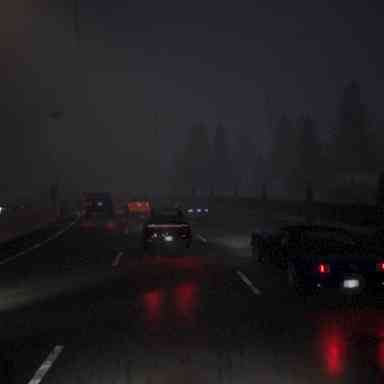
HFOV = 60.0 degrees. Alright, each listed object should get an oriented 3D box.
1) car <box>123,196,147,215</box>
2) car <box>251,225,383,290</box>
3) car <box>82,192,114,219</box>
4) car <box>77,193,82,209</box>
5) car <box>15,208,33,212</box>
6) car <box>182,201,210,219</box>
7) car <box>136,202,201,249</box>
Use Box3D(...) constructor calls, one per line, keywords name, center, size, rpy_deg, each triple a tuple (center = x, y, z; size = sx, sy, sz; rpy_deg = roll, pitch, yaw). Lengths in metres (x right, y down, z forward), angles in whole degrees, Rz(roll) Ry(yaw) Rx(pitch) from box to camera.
Box3D(name="car", center=(-5.438, 1.184, 32.138), size=(2.097, 1.767, 4.553), rpy_deg=(0, 0, -17))
Box3D(name="car", center=(3.013, 1.543, 8.917), size=(1.895, 1.301, 4.718), rpy_deg=(0, 0, -5))
Box3D(name="car", center=(-7.758, 1.073, 27.962), size=(2.150, 2.045, 5.566), rpy_deg=(0, -1, -16))
Box3D(name="car", center=(-13.464, 1.013, 42.817), size=(2.150, 2.045, 5.566), rpy_deg=(0, 0, -26))
Box3D(name="car", center=(-18.701, 1.328, 36.997), size=(2.128, 1.511, 4.902), rpy_deg=(0, 0, -24))
Box3D(name="car", center=(-0.141, 1.397, 26.821), size=(2.033, 1.411, 5.357), rpy_deg=(0, 0, -15))
Box3D(name="car", center=(-1.175, 1.414, 14.176), size=(2.128, 1.511, 4.902), rpy_deg=(0, 0, -8))
